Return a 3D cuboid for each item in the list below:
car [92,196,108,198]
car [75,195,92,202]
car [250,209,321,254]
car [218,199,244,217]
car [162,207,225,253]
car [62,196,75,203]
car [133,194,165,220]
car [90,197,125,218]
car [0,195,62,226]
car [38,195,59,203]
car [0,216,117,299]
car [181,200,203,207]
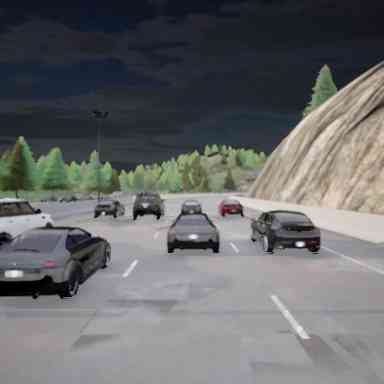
[{"bbox_3d":[-17.576,1.413,65.967,2.033,1.411,5.357,0,0,1],"label":"car"},{"bbox_3d":[-21.063,1.380,66.202,1.837,1.490,4.892,0,0,1],"label":"car"},{"bbox_3d":[3.546,1.461,13.335,1.837,1.490,4.892,0,0,0],"label":"car"},{"bbox_3d":[3.472,1.390,30.242,1.882,1.535,5.008,0,0,0],"label":"car"},{"bbox_3d":[0.044,1.528,13.617,1.994,1.385,4.181,0,0,0],"label":"car"},{"bbox_3d":[-24.555,1.427,66.449,2.033,1.411,5.357,0,0,1],"label":"car"},{"bbox_3d":[-3.518,1.158,27.714,2.150,2.045,5.566,0,0,0],"label":"car"},{"bbox_3d":[-7.023,1.447,28.719,1.837,1.490,4.892,0,0,0],"label":"car"},{"bbox_3d":[-6.949,1.209,11.914,2.150,2.045,5.566,0,0,0],"label":"car"},{"bbox_3d":[-28.092,1.390,65.388,1.837,1.490,4.892,0,0,1],"label":"car"},{"bbox_3d":[-3.440,1.550,8.443,1.994,1.385,4.181,0,0,0],"label":"car"},{"bbox_3d":[-0.038,1.449,29.707,1.812,1.442,4.674,0,0,0],"label":"car"}]
